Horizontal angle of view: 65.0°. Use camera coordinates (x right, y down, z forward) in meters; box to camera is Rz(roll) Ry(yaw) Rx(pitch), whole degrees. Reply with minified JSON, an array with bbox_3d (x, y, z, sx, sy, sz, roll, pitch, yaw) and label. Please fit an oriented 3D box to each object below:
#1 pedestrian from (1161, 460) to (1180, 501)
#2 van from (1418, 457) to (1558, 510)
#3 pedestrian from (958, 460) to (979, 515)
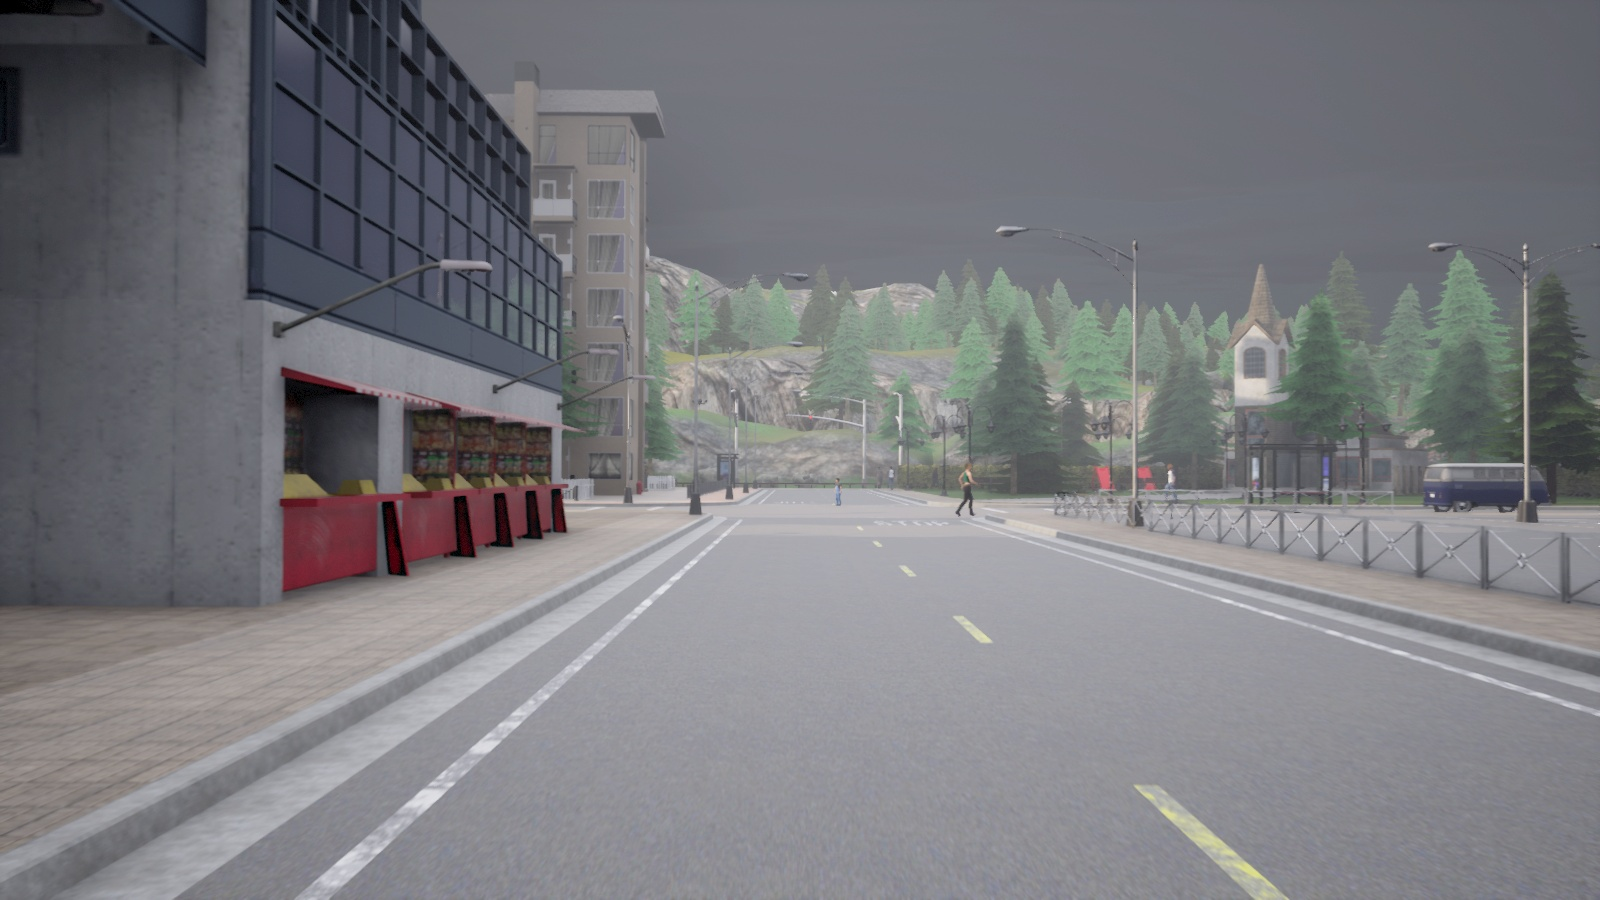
[{"bbox_3d":[16.405,1.351,55.603,0.706,1.836,0.354,0,-1,-9],"label":"pedestrian"},{"bbox_3d":[26.542,1.289,48.533,4.442,1.987,1.775,0,-1,-1],"label":"van"},{"bbox_3d":[5.713,1.276,42.604,0.594,1.836,0.345,0,-1,-10],"label":"pedestrian"}]
